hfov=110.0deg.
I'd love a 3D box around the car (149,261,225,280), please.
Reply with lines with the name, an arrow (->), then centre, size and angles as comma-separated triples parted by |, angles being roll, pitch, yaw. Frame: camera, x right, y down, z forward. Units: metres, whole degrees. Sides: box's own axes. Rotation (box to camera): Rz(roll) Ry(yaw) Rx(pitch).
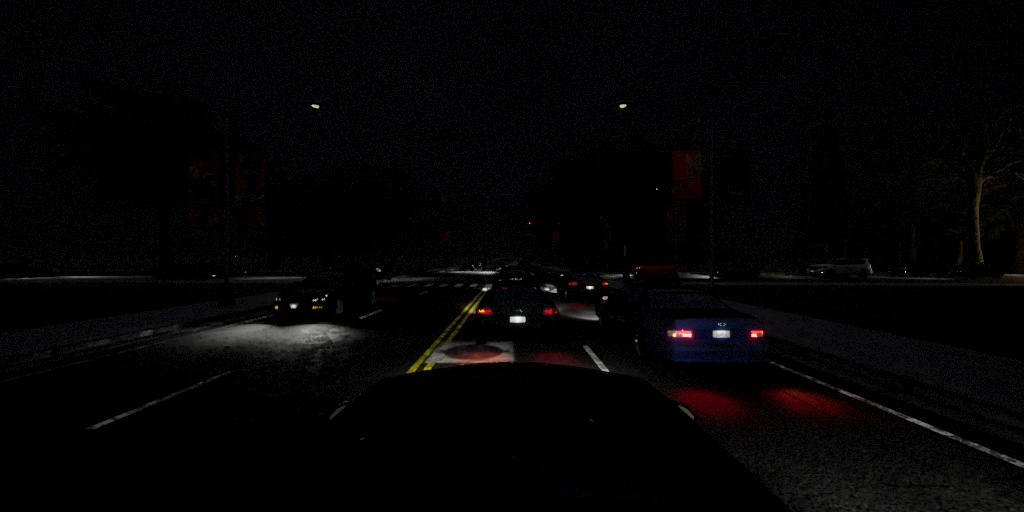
car -> -27.207, 1.327, 30.034 | 4.718, 1.301, 1.895 | 0, 0, -1

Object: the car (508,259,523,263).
car -> 0.121, 1.414, 46.935 | 1.812, 1.442, 4.674 | 0, 0, 4

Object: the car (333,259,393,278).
car -> -12.831, 1.131, 30.165 | 4.553, 1.767, 2.097 | 0, 0, -1

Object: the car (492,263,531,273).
car -> 0.105, 1.284, 18.525 | 1.837, 1.490, 4.892 | 0, 0, 0

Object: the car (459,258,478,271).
car -> -6.548, 1.416, 52.164 | 1.837, 1.490, 4.892 | 0, 0, 0

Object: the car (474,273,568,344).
car -> 0.110, 1.321, 9.619 | 1.994, 1.385, 4.181 | 0, 0, 0

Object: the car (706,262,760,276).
car -> 24.817, 1.475, 40.355 | 4.892, 1.490, 1.837 | 0, 0, -1

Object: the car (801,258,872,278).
car -> 33.892, 1.236, 37.165 | 5.566, 2.045, 2.150 | 0, 0, 0

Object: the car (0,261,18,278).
car -> -44.907, 1.239, 29.909 | 4.181, 1.385, 1.994 | 0, 0, 1

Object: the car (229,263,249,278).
car -> -27.192, 1.221, 33.289 | 4.902, 1.511, 2.128 | 0, 0, 0

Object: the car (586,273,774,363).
car -> 3.356, 1.303, 8.269 | 2.033, 1.411, 5.357 | 0, 0, 0

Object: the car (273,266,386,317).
car -> -6.550, 1.268, 13.215 | 1.837, 1.490, 4.892 | 0, 0, 1

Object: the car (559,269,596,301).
car -> 3.363, 1.340, 17.512 | 1.994, 1.385, 4.181 | 0, 0, 0

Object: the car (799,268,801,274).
car -> 35.306, 1.507, 40.417 | 5.008, 1.535, 1.882 | 0, 0, 1

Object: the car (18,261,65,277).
car -> -44.470, 1.173, 33.153 | 4.902, 1.511, 2.128 | 0, 0, 0

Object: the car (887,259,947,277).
car -> 45.939, 1.328, 40.456 | 5.566, 2.045, 2.150 | 0, 0, 0

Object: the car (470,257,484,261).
car -> -6.530, 1.193, 62.014 | 2.150, 2.045, 5.566 | 0, 0, 0

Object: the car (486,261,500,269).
car -> -3.270, 1.522, 62.466 | 2.033, 1.411, 5.357 | 0, 0, 1

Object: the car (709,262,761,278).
car -> 23.246, 1.521, 37.109 | 4.181, 1.385, 1.994 | 0, 0, -2

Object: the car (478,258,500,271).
car -> -3.296, 1.406, 52.714 | 2.128, 1.511, 4.902 | 0, 0, 0

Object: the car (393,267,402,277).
car -> -12.865, 1.262, 33.420 | 5.008, 1.535, 1.882 | 0, 0, -1

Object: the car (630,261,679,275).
car -> 14.612, 1.266, 37.017 | 4.553, 1.767, 2.097 | 0, 0, -1

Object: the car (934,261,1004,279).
car -> 47.761, 1.608, 37.207 | 4.902, 1.511, 2.128 | 1, 0, 0
